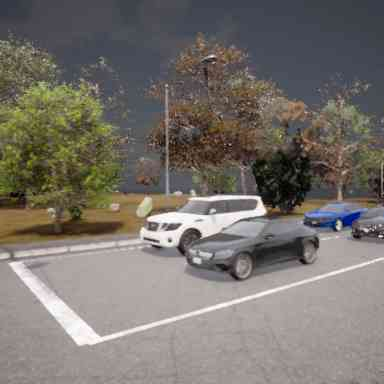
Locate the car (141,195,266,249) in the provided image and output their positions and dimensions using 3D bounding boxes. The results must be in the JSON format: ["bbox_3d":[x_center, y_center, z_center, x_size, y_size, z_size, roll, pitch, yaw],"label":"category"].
[{"bbox_3d":[0.721,1.169,13.346,5.566,2.045,2.150,-1,0,-38],"label":"car"}]

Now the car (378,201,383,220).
[{"bbox_3d":[16.750,1.364,26.025,5.357,1.411,2.033,0,0,-39],"label":"car"}]

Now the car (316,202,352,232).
[{"bbox_3d":[8.523,1.351,19.410,5.008,1.535,1.882,0,0,-38],"label":"car"}]

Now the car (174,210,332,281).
[{"bbox_3d":[1.980,1.477,9.908,4.674,1.442,1.812,-1,0,-37],"label":"car"}]

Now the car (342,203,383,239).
[{"bbox_3d":[9.300,1.385,15.570,4.892,1.490,1.837,-1,0,-38],"label":"car"}]
